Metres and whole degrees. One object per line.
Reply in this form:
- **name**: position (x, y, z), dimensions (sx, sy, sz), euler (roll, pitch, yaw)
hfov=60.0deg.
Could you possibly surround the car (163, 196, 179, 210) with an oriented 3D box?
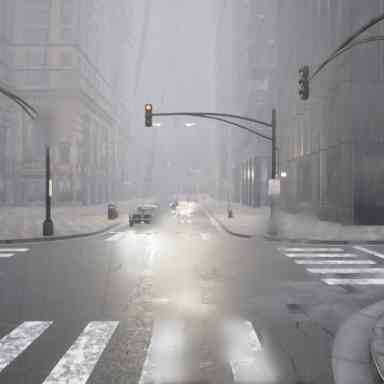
- **car**: position (-3.124, 1.354, 43.083), dimensions (2.097, 1.767, 4.553), euler (0, 0, 0)

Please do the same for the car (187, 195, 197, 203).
- **car**: position (0.055, 1.365, 69.613), dimensions (2.097, 1.767, 4.553), euler (0, 0, 0)

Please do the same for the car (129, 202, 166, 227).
- **car**: position (-3.114, 1.601, 23.139), dimensions (1.895, 1.301, 4.718), euler (0, 0, 0)

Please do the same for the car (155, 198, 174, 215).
- **car**: position (-3.115, 1.564, 33.082), dimensions (1.994, 1.385, 4.181), euler (0, 0, 0)

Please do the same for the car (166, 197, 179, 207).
- **car**: position (-3.086, 1.531, 53.125), dimensions (1.812, 1.442, 4.674), euler (0, 0, 0)
